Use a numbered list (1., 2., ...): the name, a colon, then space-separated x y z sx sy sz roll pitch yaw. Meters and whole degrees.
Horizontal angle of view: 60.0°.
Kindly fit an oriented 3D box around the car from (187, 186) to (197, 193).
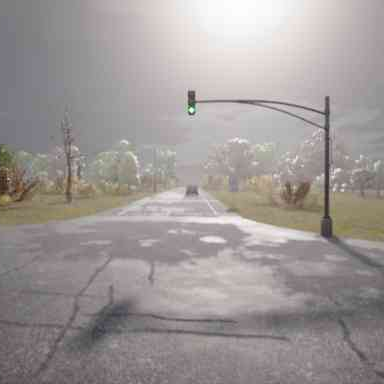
1. car: 0.014 -0.551 69.583 1.882 1.535 5.008 0 2 0

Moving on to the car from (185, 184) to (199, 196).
1. car: 0.013 -0.416 59.193 2.150 2.045 5.566 0 2 0
